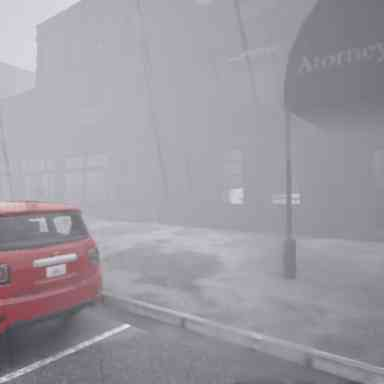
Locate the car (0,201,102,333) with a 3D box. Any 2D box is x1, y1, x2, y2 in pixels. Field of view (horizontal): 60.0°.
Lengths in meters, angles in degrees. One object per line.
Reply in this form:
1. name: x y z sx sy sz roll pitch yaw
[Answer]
1. car: -4.087 1.183 6.233 5.566 2.045 2.435 1 0 36
